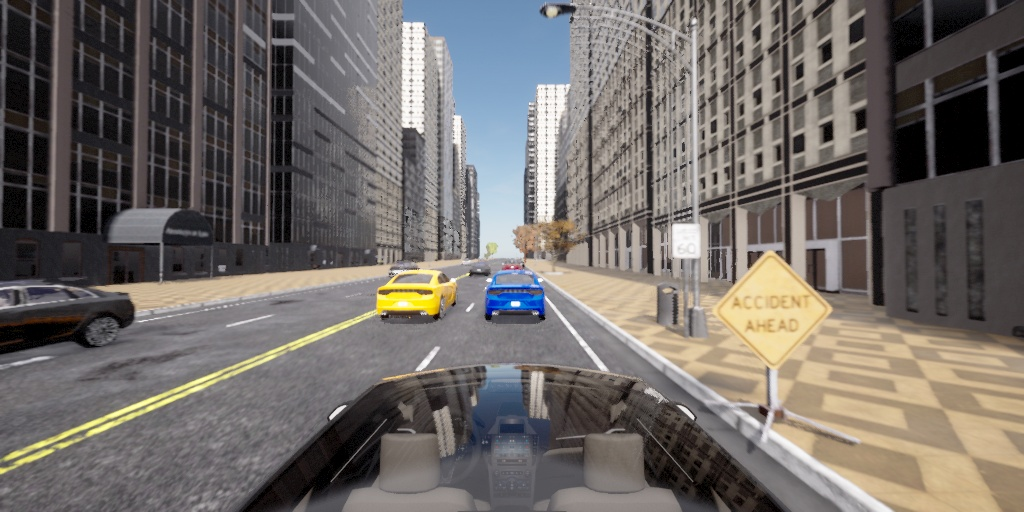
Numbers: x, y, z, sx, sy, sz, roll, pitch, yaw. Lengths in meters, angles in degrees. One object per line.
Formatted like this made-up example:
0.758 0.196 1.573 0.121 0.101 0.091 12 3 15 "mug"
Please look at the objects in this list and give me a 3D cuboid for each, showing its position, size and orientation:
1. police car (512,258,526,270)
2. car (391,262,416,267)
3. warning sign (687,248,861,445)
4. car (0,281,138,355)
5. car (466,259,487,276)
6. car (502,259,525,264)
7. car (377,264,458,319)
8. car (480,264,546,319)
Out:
0.992 1.205 54.038 1.930 1.638 5.238 0 0 0 "police car"
-9.798 1.262 32.782 2.128 1.511 4.902 0 0 1 "car"
2.851 0.867 3.923 1.300 1.860 1.060 0 0 0 "warning sign"
-9.848 1.246 6.442 2.128 1.511 4.902 0 0 0 "car"
-3.208 1.335 36.782 1.994 1.385 4.181 0 0 0 "car"
0.038 1.121 36.465 2.097 1.767 4.553 0 0 0 "car"
-3.147 1.234 12.809 1.882 1.535 5.008 0 0 0 "car"
0.104 1.234 12.803 1.882 1.535 5.008 0 0 0 "car"
